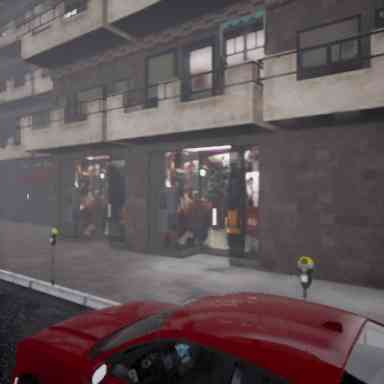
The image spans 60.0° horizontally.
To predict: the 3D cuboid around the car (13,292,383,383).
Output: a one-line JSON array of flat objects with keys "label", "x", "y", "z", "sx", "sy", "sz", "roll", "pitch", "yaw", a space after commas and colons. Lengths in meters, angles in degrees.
[{"label": "car", "x": 0.324, "y": 1.541, "z": 2.637, "sx": 4.507, "sy": 1.381, "sz": 1.887, "roll": 0, "pitch": 0, "yaw": 36}]
